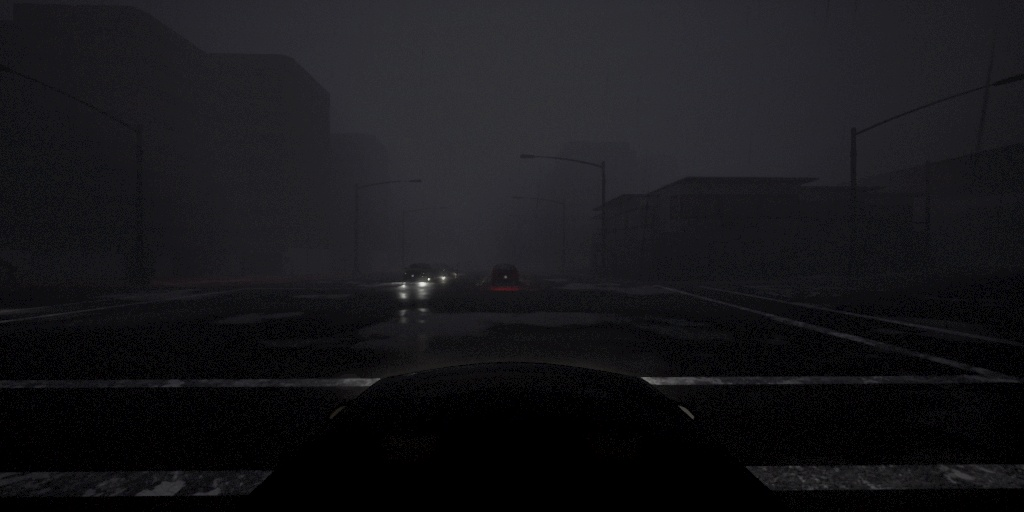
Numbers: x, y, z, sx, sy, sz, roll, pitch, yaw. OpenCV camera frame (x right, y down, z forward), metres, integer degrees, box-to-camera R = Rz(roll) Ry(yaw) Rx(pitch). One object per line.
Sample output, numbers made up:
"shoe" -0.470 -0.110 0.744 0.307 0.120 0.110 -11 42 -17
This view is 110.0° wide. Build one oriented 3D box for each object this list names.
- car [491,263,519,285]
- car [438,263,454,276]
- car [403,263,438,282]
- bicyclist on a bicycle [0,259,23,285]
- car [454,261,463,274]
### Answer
"car" -0.530 1.279 26.633 1.882 1.535 5.008 0 0 -2
"car" -8.234 1.487 40.899 1.882 1.535 5.008 0 -1 -2
"car" -7.861 1.352 30.531 1.837 1.490 4.892 0 -1 -2
"bicyclist on a bicycle" -31.384 1.041 22.205 0.582 1.620 1.656 0 0 -1
"car" -8.603 1.723 51.728 1.882 1.535 5.008 0 -1 -2
